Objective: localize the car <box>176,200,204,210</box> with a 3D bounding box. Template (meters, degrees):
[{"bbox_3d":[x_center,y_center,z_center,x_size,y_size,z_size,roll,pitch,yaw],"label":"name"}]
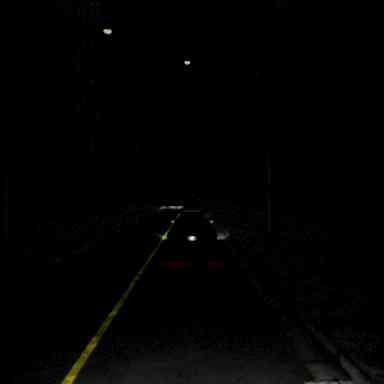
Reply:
[{"bbox_3d":[0.017,1.767,29.311,2.128,1.511,4.902,0,0,0],"label":"car"}]

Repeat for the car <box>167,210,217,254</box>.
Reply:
[{"bbox_3d":[0.011,1.700,14.281,1.994,1.385,4.181,0,0,0],"label":"car"}]

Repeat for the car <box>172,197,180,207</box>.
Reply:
[{"bbox_3d":[-2.988,2.201,65.856,1.895,1.301,4.718,0,-1,0],"label":"car"}]

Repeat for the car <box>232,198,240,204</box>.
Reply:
[{"bbox_3d":[11.928,2.126,80.700,4.097,1.590,1.967,0,-1,0],"label":"car"}]

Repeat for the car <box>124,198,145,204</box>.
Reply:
[{"bbox_3d":[-14.980,2.385,89.397,4.829,1.417,1.752,0,-1,0],"label":"car"}]

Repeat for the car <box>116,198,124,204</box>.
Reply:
[{"bbox_3d":[-20.581,2.400,89.434,4.829,1.417,1.752,0,-1,0],"label":"car"}]
